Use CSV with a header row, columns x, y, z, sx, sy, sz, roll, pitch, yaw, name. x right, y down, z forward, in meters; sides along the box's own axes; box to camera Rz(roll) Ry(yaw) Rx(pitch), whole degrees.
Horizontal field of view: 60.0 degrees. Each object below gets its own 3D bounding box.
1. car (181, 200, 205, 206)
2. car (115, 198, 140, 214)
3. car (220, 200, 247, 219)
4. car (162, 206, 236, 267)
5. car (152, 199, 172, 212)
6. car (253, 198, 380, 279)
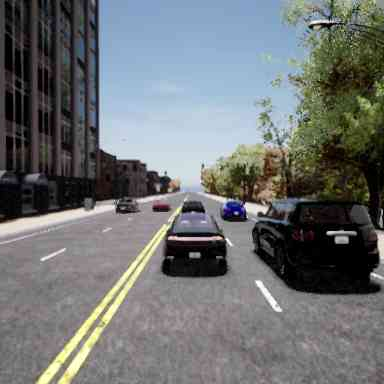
x,y,z,sx,sy,sz,roll,pitch,yaw,name
0.090,1.370,27.824,1.882,1.535,5.008,0,0,0,car
-6.588,1.375,34.198,1.837,1.490,4.892,0,0,0,car
3.338,1.420,27.276,1.812,1.442,4.674,0,0,0,car
0.085,1.447,11.176,2.128,1.511,4.902,0,0,0,car
-3.331,1.458,36.966,1.895,1.301,4.718,0,0,0,car
3.332,1.178,10.055,2.150,2.045,5.566,0,0,0,car
